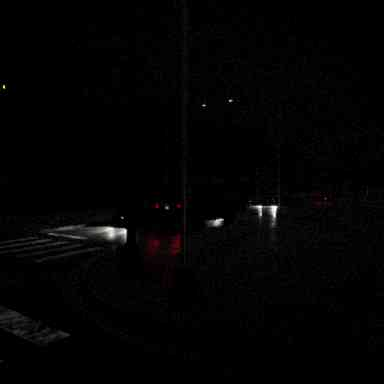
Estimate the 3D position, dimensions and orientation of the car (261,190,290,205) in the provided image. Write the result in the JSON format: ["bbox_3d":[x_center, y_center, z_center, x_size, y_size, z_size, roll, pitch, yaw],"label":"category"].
[{"bbox_3d":[8.894,0.557,35.197,1.837,1.490,4.892,0,2,35],"label":"car"}]

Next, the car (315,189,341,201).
[{"bbox_3d":[17.487,0.422,42.233,1.895,1.301,4.718,0,2,35],"label":"car"}]

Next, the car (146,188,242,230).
[{"bbox_3d":[0.345,0.774,18.041,2.150,2.045,5.566,0,2,35],"label":"car"}]

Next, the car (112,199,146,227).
[{"bbox_3d":[-2.524,1.118,19.102,1.994,1.385,4.181,0,2,35],"label":"car"}]

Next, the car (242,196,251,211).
[{"bbox_3d":[2.887,0.859,26.734,2.033,1.411,5.357,0,2,35],"label":"car"}]
